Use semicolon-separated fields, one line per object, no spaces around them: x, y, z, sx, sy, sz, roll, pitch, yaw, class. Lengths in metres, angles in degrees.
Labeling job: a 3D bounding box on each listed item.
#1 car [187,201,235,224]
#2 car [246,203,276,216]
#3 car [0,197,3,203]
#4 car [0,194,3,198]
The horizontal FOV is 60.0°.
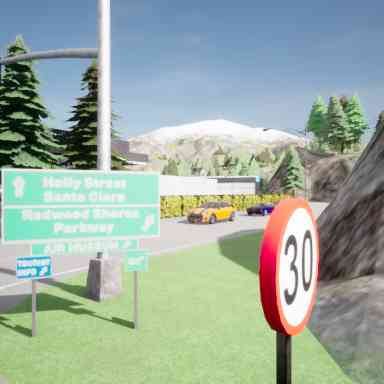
1.584;1.543;26.704;2.097;1.767;4.553;0;0;36;car
7.486;1.792;34.833;1.895;1.301;4.718;0;0;36;car
-12.400;1.504;26.036;1.905;1.878;3.866;0;0;35;car
-38.661;1.489;69.944;4.514;1.523;2.007;0;0;35;car
